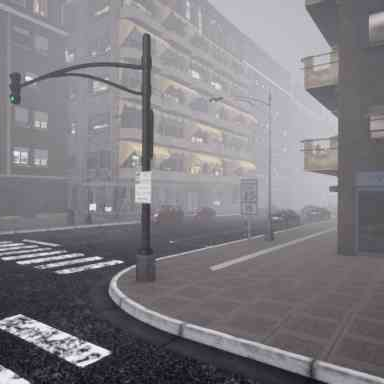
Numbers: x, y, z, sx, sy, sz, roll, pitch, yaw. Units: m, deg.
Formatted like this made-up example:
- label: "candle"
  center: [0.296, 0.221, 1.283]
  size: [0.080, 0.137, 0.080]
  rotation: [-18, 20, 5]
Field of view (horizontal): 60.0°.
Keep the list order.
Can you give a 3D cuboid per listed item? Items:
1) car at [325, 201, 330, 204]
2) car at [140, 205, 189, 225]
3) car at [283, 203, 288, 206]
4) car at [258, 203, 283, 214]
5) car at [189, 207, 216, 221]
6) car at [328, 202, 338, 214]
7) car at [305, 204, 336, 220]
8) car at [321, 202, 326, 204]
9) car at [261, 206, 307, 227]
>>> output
- label: "car"
  center: [29.934, 2.821, 74.187]
  size: [1.967, 1.590, 4.097]
  rotation: [-1, -1, 35]
- label: "car"
  center: [-2.409, 1.821, 27.563]
  size: [1.967, 1.590, 4.097]
  rotation: [-1, -1, 35]
- label: "car"
  center: [13.682, 2.404, 50.722]
  size: [1.752, 1.417, 4.829]
  rotation: [-1, -1, 35]
- label: "car"
  center: [10.541, 2.326, 46.201]
  size: [1.887, 1.381, 4.507]
  rotation: [-1, -1, 35]
- label: "car"
  center: [0.829, 2.063, 32.220]
  size: [1.802, 1.307, 4.206]
  rotation: [-1, -1, 35]
- label: "car"
  center: [20.704, 2.458, 46.257]
  size: [1.752, 1.417, 4.829]
  rotation: [-1, -2, 35]
- label: "car"
  center: [14.131, 2.295, 36.796]
  size: [1.947, 1.339, 4.313]
  rotation: [-1, -2, 35]
- label: "car"
  center: [15.668, 2.352, 43.466]
  size: [1.812, 1.442, 4.674]
  rotation: [0, -1, 35]
- label: "car"
  center: [7.655, 2.095, 27.476]
  size: [1.947, 1.339, 4.313]
  rotation: [-1, -2, 35]
